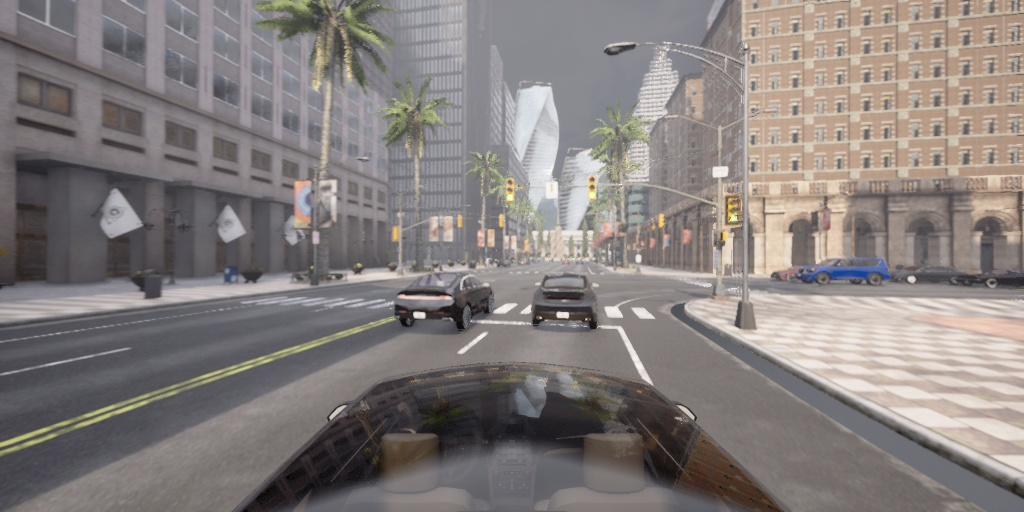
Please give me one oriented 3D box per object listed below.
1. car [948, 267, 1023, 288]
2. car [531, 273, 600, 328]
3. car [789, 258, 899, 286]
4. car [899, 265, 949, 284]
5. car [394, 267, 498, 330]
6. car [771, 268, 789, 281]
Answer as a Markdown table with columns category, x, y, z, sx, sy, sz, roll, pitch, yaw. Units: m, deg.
| category | x | y | z | sx | sy | sz | roll | pitch | yaw |
| --- | --- | --- | --- | --- | --- | --- | --- | --- | --- |
| car | 34.790 | 1.570 | 25.305 | 4.718 | 1.301 | 1.895 | 0 | 0 | 11 |
| car | 1.754 | 1.284 | 11.695 | 1.837 | 1.490 | 4.892 | 0 | 0 | 10 |
| car | 24.959 | 1.146 | 27.220 | 5.566 | 2.045 | 2.150 | 0 | 0 | 11 |
| car | 33.423 | 1.475 | 29.134 | 4.892 | 1.490 | 1.837 | 0 | 0 | 11 |
| car | -1.866 | 1.252 | 11.217 | 2.128 | 1.511 | 4.902 | 0 | 0 | 10 |
| car | 24.821 | 1.495 | 30.812 | 4.181 | 1.385 | 1.994 | 0 | 0 | 11 |
